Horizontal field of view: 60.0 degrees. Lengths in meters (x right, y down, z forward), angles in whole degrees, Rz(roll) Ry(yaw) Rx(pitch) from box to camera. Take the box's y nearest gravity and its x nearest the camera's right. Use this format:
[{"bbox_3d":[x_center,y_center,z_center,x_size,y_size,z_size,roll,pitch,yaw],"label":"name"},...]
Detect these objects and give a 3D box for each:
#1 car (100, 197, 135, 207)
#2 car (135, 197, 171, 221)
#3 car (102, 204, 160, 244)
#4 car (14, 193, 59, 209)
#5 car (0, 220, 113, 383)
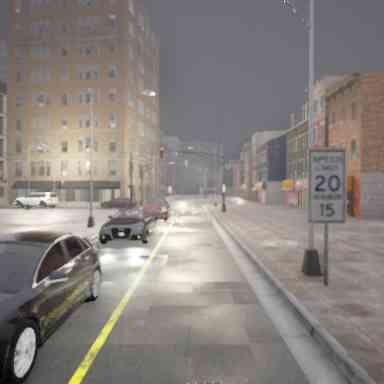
[{"bbox_3d":[-8.940,1.348,40.950,4.674,1.442,1.812,0,0,9],"label":"car"},{"bbox_3d":[-2.771,1.217,25.532,2.097,1.767,4.553,0,0,0],"label":"car"},{"bbox_3d":[-2.820,1.482,15.295,1.994,1.385,4.181,0,0,0],"label":"car"},{"bbox_3d":[-19.969,1.091,42.775,5.566,2.045,2.150,0,1,10],"label":"car"},{"bbox_3d":[-2.843,1.475,5.374,1.837,1.490,4.892,0,0,0],"label":"car"}]
